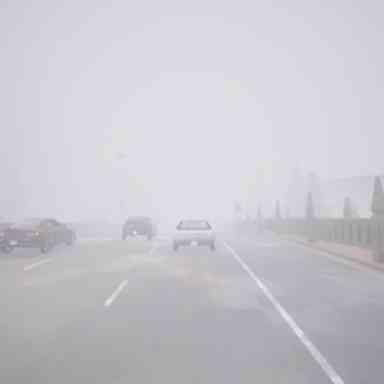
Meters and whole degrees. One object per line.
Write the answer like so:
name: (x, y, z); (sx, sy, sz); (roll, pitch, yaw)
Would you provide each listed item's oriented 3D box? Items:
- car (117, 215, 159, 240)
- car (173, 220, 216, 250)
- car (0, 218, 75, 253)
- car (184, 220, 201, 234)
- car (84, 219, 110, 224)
car: (-3.412, 2.347, 22.296); (1.837, 1.490, 4.892); (0, -4, 0)
car: (0.091, 2.054, 16.546); (1.895, 1.301, 4.718); (0, -3, 0)
car: (-6.908, 1.900, 15.190); (1.812, 1.442, 4.674); (0, -3, 0)
car: (0.079, 3.985, 38.184); (1.837, 1.490, 4.892); (0, -6, 0)
car: (-14.080, 5.067, 50.628); (2.150, 2.045, 5.566); (0, -6, 1)
